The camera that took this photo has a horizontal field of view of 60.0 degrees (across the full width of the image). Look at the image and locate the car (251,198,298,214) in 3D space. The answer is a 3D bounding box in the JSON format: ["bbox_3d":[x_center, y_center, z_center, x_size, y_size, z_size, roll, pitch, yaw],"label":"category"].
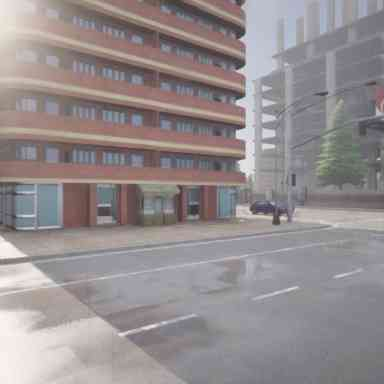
[{"bbox_3d":[8.993,1.511,36.638,1.837,1.490,4.892,0,0,-36],"label":"car"}]

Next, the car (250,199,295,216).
[{"bbox_3d":[7.674,1.531,32.510,1.812,1.442,4.674,0,0,-36],"label":"car"}]
